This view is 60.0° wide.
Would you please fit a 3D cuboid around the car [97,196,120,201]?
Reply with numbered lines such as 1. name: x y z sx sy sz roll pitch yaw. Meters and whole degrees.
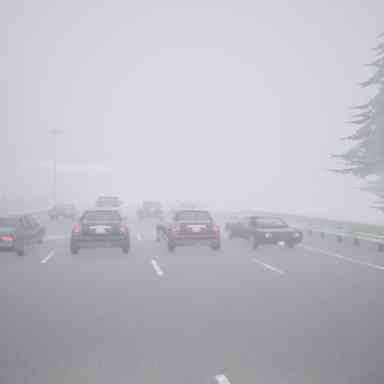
1. car: -7.107 1.345 28.376 2.150 2.045 5.566 1 0 -13

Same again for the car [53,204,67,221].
1. car: -10.543 1.680 27.678 1.895 1.301 4.718 1 0 -13

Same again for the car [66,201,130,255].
1. car: -3.725 1.410 13.861 2.097 1.767 4.553 1 -1 -13

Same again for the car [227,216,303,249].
1. car: 3.079 1.762 15.488 1.895 1.301 4.718 1 0 -13

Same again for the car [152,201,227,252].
1. car: -0.317 1.461 14.662 2.097 1.767 4.553 1 -1 -13

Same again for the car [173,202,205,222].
1. car: -0.357 1.739 30.242 1.837 1.490 4.892 1 0 -13

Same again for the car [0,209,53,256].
1. car: -7.114 1.557 12.969 2.033 1.411 5.357 1 0 -13

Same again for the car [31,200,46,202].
1. car: -29.970 1.795 64.840 1.895 1.301 4.718 1 -1 -13

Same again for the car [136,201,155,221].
1. car: -3.715 1.530 29.236 2.097 1.767 4.553 1 -1 -13
